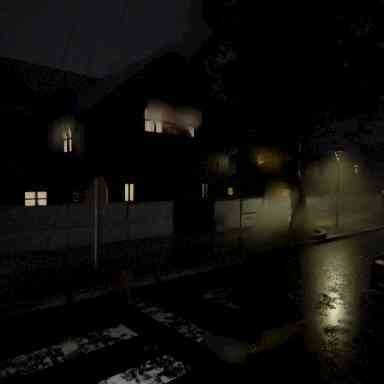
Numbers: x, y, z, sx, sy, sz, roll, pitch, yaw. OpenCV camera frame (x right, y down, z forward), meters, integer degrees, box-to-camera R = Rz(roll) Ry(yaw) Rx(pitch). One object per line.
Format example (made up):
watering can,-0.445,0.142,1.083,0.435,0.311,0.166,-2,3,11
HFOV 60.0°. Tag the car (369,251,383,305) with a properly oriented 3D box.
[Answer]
car,5.299,1.427,6.750,4.902,1.511,2.128,0,2,-42
